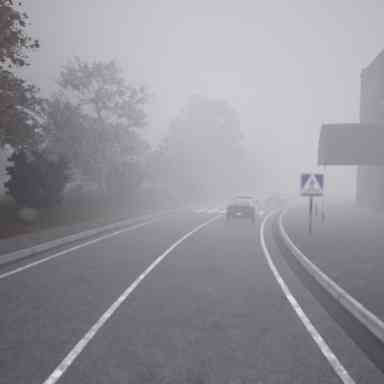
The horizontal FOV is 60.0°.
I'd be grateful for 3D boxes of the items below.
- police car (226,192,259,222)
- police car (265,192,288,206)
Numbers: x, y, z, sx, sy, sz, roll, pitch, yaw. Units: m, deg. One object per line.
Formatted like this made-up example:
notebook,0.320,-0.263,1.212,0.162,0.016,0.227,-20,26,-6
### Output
police car,3.716,1.135,23.790,1.930,1.638,5.238,1,2,16
police car,10.523,0.796,41.038,2.038,1.542,4.974,3,3,26
